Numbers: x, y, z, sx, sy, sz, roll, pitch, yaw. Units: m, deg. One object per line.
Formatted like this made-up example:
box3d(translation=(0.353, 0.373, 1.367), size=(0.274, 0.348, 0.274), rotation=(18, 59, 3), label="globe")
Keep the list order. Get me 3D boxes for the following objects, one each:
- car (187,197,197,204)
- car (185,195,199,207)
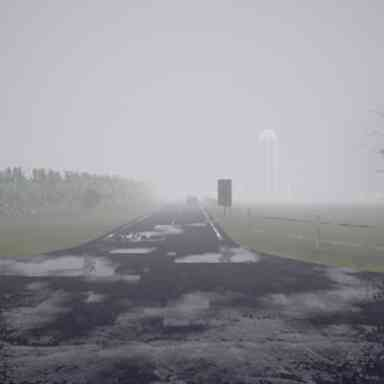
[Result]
box3d(translation=(-0.036, 1.552, 61.527), size=(1.895, 1.301, 4.718), rotation=(0, 0, 0), label="car")
box3d(translation=(0.026, 1.303, 51.474), size=(2.097, 1.767, 4.553), rotation=(0, 0, 0), label="car")
